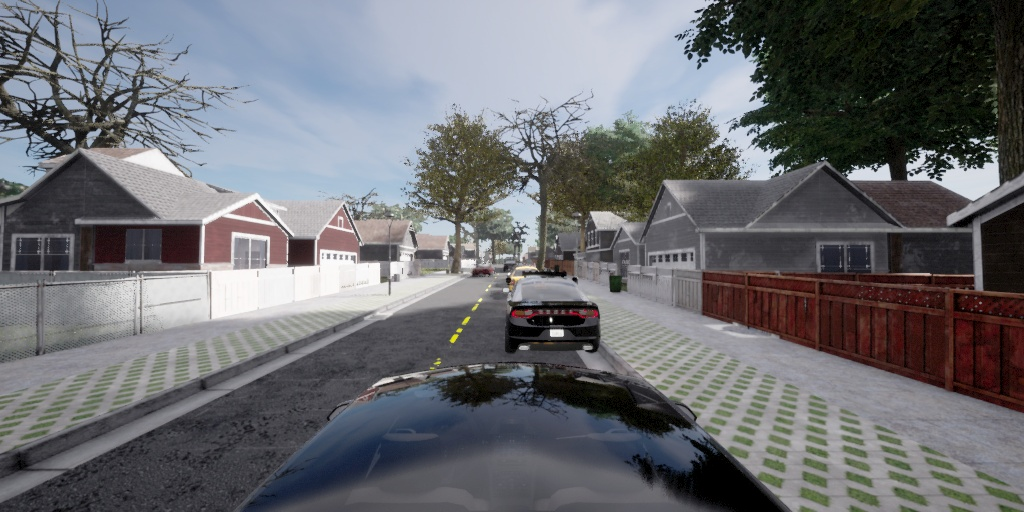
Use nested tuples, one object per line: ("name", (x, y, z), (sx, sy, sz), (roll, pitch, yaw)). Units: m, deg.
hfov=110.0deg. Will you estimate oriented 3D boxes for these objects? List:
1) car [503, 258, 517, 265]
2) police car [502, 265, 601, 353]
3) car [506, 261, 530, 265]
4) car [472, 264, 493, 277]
("car", (-0.201, 1.343, 49.559), (1.882, 1.535, 5.008), (0, 0, 0))
("police car", (0.791, 1.181, 9.011), (1.930, 1.638, 5.238), (0, 0, 0))
("car", (0.737, 1.220, 19.098), (1.801, 1.575, 5.366), (0, 0, 0))
("car", (-2.929, 1.409, 36.092), (1.895, 1.301, 4.718), (0, 0, 0))
